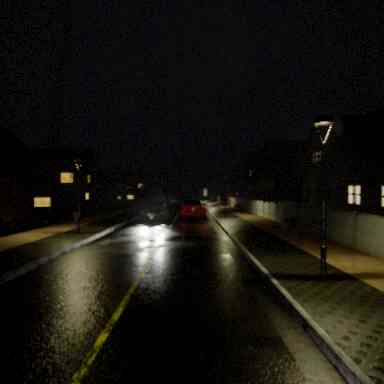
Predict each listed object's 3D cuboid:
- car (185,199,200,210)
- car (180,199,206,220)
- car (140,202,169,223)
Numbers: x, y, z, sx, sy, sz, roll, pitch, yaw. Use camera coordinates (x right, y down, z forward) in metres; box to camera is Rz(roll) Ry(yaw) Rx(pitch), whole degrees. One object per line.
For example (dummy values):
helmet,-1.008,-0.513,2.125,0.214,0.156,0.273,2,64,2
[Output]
car,0.060,1.651,44.356,1.895,1.301,4.718,0,0,0
car,0.088,1.369,28.053,2.097,1.767,4.553,0,0,0
car,-2.783,1.506,25.476,2.128,1.511,4.902,0,0,0
